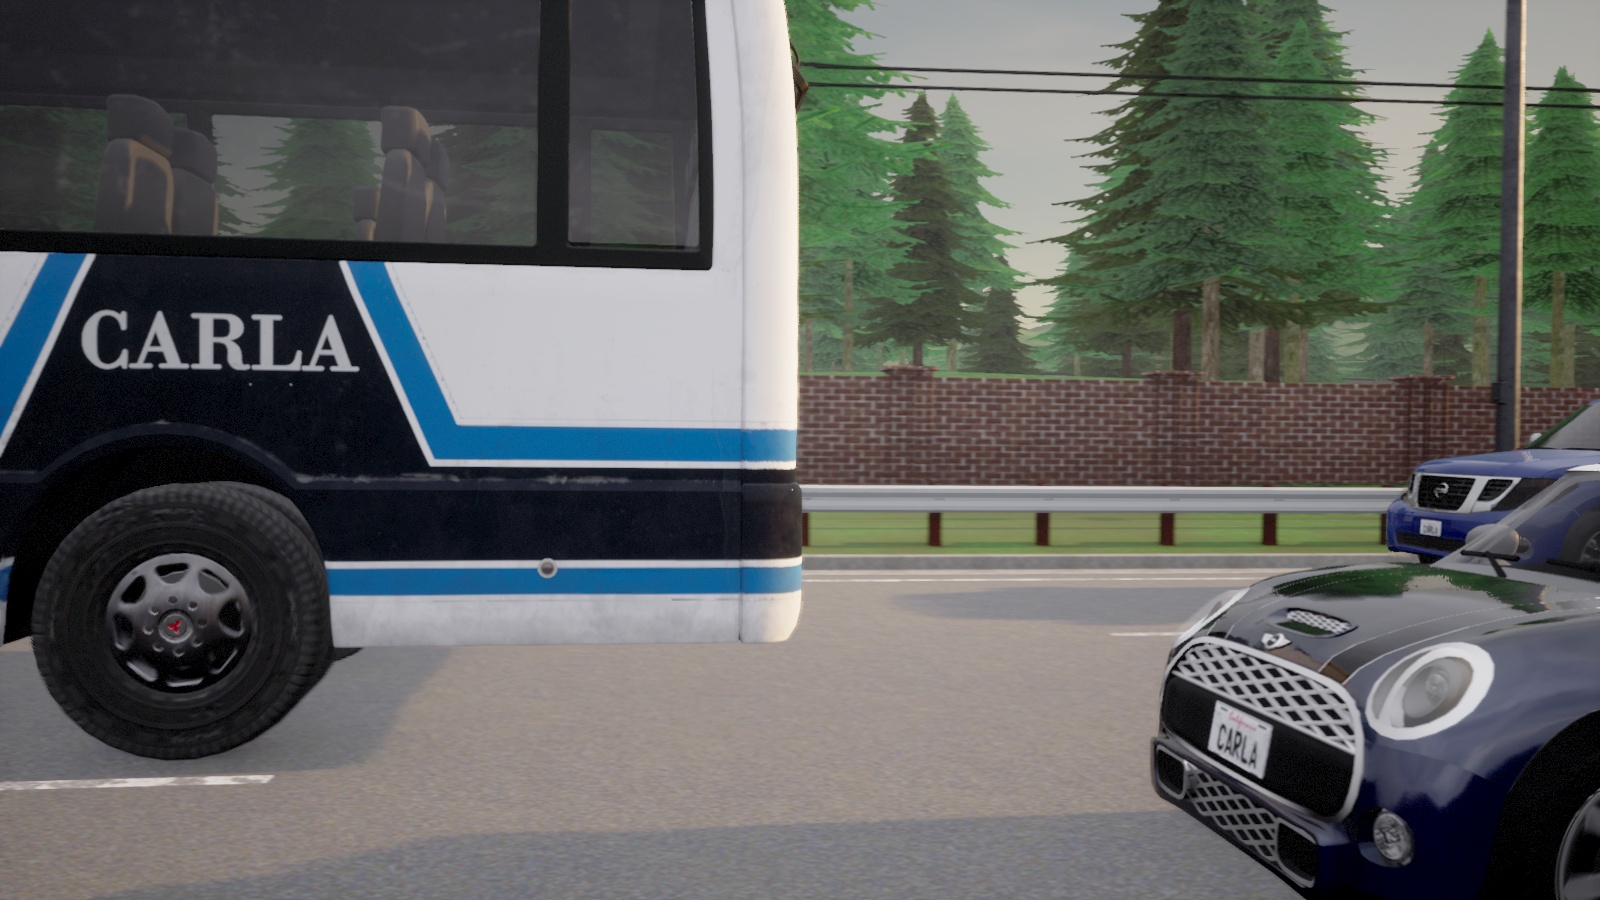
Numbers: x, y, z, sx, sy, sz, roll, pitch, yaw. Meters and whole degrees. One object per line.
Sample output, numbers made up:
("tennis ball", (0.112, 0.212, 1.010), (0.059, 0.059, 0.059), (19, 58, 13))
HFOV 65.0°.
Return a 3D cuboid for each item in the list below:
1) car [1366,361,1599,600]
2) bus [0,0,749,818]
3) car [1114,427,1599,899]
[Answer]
("car", (8.716, 0.227, 12.221), (5.566, 2.045, 2.150), (0, 1, -8))
("bus", (-5.596, -0.629, 6.763), (10.273, 4.253, 3.944), (-1, 1, -8))
("car", (3.312, 0.655, 4.441), (3.806, 1.475, 1.970), (-1, 1, -8))
